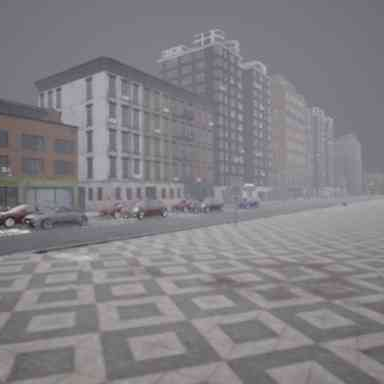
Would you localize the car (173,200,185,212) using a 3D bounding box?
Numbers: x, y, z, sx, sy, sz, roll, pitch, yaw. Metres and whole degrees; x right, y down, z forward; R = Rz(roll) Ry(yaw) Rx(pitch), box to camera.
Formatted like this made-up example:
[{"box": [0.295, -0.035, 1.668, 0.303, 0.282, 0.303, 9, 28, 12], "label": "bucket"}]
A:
[{"box": [-0.541, 1.622, 40.450, 1.882, 1.535, 5.008, -1, -1, 36], "label": "car"}]

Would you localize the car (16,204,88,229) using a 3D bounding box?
[{"box": [-9.226, 1.698, 22.650, 1.994, 1.385, 4.181, -1, -1, 35], "label": "car"}]

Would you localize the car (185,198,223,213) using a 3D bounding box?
[{"box": [1.692, 1.448, 37.990, 2.097, 1.767, 4.553, -1, -1, 35], "label": "car"}]

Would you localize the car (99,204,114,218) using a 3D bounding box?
[{"box": [-6.608, 1.643, 31.936, 1.882, 1.535, 5.008, -1, -1, 35], "label": "car"}]

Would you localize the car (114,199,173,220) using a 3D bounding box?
[{"box": [-4.231, 1.469, 29.678, 2.097, 1.767, 4.553, -1, -1, 35], "label": "car"}]

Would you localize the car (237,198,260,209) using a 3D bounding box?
[{"box": [7.705, 1.552, 46.370, 1.882, 1.535, 5.008, -1, -1, 36], "label": "car"}]

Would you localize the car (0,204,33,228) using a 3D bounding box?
[{"box": [-12.022, 1.662, 24.335, 1.882, 1.535, 5.008, -1, -1, 37], "label": "car"}]
